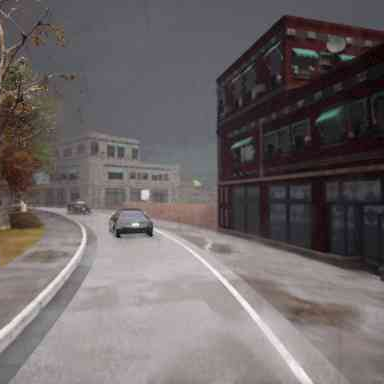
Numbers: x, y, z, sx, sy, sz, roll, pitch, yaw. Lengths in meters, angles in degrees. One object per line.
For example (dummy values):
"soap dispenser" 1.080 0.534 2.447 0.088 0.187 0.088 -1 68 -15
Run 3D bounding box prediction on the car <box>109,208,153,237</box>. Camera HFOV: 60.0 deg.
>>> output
"car" -3.442 1.593 18.362 1.994 1.385 4.181 0 0 -19

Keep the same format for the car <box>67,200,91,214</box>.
"car" -12.669 1.647 37.157 1.812 1.442 4.674 0 0 -32
